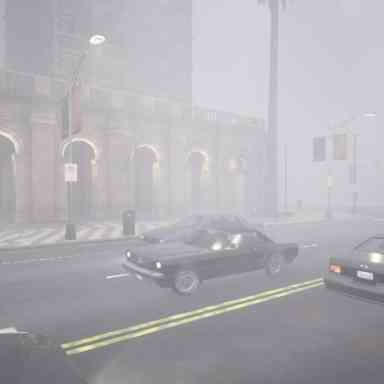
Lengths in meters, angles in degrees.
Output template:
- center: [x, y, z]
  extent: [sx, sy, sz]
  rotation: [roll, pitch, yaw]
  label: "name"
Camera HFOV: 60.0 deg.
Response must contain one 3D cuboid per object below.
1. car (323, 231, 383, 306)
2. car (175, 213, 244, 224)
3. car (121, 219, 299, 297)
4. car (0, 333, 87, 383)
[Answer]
- center: [5.169, 1.548, 7.463]
  extent: [5.357, 1.411, 2.033]
  rotation: [0, 0, -35]
  label: "car"
- center: [0.650, 1.548, 13.077]
  extent: [5.357, 1.411, 2.033]
  rotation: [0, 0, -36]
  label: "car"
- center: [0.628, 1.601, 8.754]
  extent: [4.718, 1.301, 1.895]
  rotation: [0, 0, -36]
  label: "car"
- center: [-3.164, 1.547, 1.483]
  extent: [5.357, 1.411, 2.033]
  rotation: [0, 0, -36]
  label: "car"
